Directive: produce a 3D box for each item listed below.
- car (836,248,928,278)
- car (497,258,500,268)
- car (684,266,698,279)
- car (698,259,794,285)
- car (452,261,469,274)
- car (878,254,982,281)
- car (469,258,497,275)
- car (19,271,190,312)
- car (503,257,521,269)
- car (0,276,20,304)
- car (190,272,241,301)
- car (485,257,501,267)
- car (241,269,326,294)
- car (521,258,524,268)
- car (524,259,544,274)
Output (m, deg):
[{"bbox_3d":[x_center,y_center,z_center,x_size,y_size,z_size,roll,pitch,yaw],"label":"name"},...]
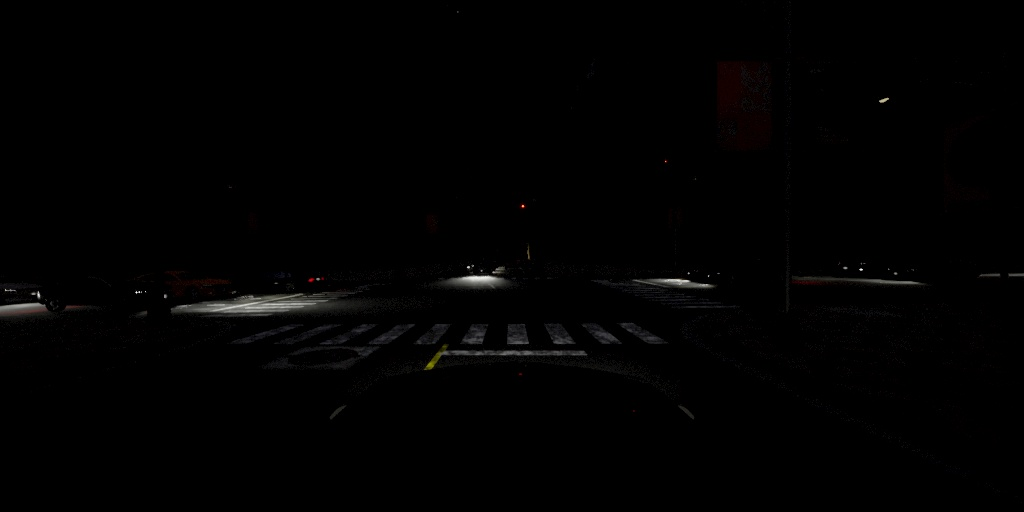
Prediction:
[{"bbox_3d":[26.672,0.468,25.718,5.566,2.045,2.150,-1,0,0],"label":"car"},{"bbox_3d":[-3.164,1.305,48.953,2.033,1.411,5.357,0,0,0],"label":"car"},{"bbox_3d":[14.658,1.020,25.697,4.181,1.385,1.994,-1,0,0],"label":"car"},{"bbox_3d":[14.732,0.965,22.427,4.892,1.490,1.837,-1,0,2],"label":"car"},{"bbox_3d":[-5.792,1.306,41.126,2.007,1.370,4.403,0,0,0],"label":"car"},{"bbox_3d":[26.372,0.781,22.467,4.674,1.442,1.812,-1,0,0],"label":"car"},{"bbox_3d":[-3.117,1.246,39.094,2.128,1.511,4.902,0,0,0],"label":"car"},{"bbox_3d":[-17.626,1.547,15.706,4.902,1.511,2.128,-1,0,2],"label":"car"},{"bbox_3d":[-0.003,1.325,56.152,1.994,1.385,4.181,0,0,0],"label":"car"},{"bbox_3d":[-27.623,1.763,18.932,4.674,1.442,1.812,-1,0,0],"label":"car"},{"bbox_3d":[-17.649,1.528,18.950,5.008,1.535,1.882,-1,0,2],"label":"car"},{"bbox_3d":[-3.201,1.288,58.891,1.812,1.442,4.674,0,0,0],"label":"car"},{"bbox_3d":[-14.612,1.538,22.394,5.357,1.411,2.033,-1,0,0],"label":"car"},{"bbox_3d":[2.680,1.304,52.053,1.888,1.381,4.507,0,0,0],"label":"car"},{"bbox_3d":[2.733,1.306,41.164,2.007,1.370,4.403,0,0,0],"label":"car"}]
